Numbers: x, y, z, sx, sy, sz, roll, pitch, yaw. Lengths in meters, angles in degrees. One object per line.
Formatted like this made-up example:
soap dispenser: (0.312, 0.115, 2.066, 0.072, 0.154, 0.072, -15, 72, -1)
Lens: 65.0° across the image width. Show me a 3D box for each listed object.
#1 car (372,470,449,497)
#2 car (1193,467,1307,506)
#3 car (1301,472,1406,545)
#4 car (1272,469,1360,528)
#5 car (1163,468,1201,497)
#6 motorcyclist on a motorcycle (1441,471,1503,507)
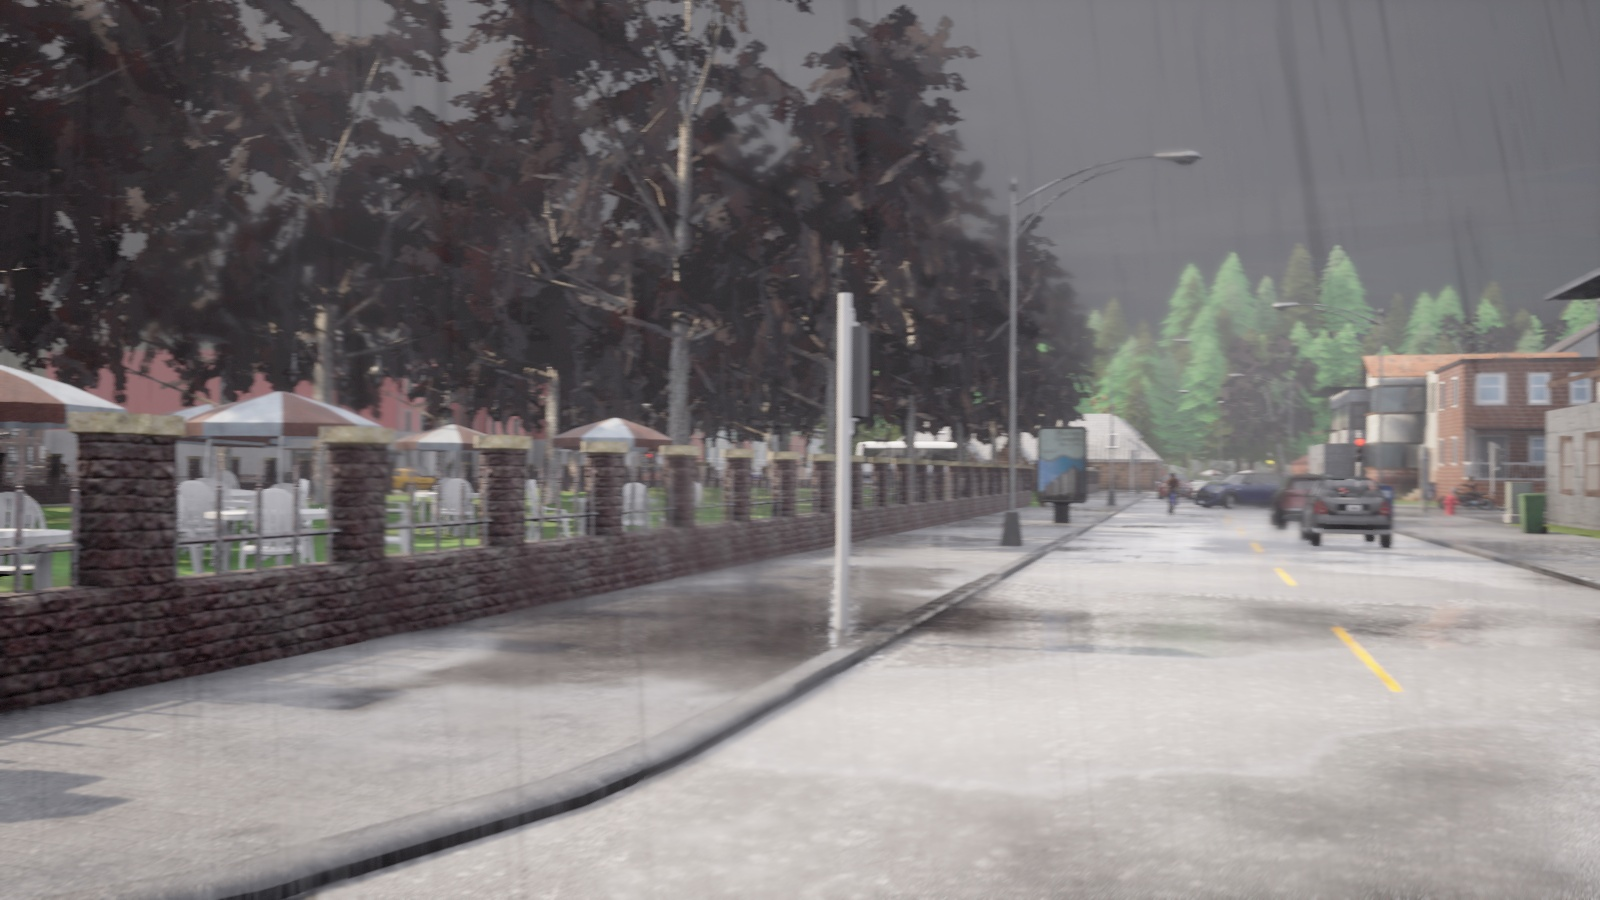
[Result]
car: (-23.912, 2.051, 77.294, 1.801, 1.575, 5.366, 0, -1, 17)
car: (20.738, 1.678, 57.978, 4.553, 1.767, 2.097, 0, -1, -14)
car: (12.648, 1.296, 28.885, 1.789, 1.549, 3.705, 0, -1, 17)
car: (15.337, 1.397, 37.534, 2.033, 1.649, 4.856, 0, -1, 18)
car: (23.824, 2.030, 78.503, 2.097, 1.767, 4.553, 0, -1, 15)
motorcyclist on a motorcycle: (30.704, 1.768, 57.414, 2.350, 1.649, 0.766, 0, -1, 17)
